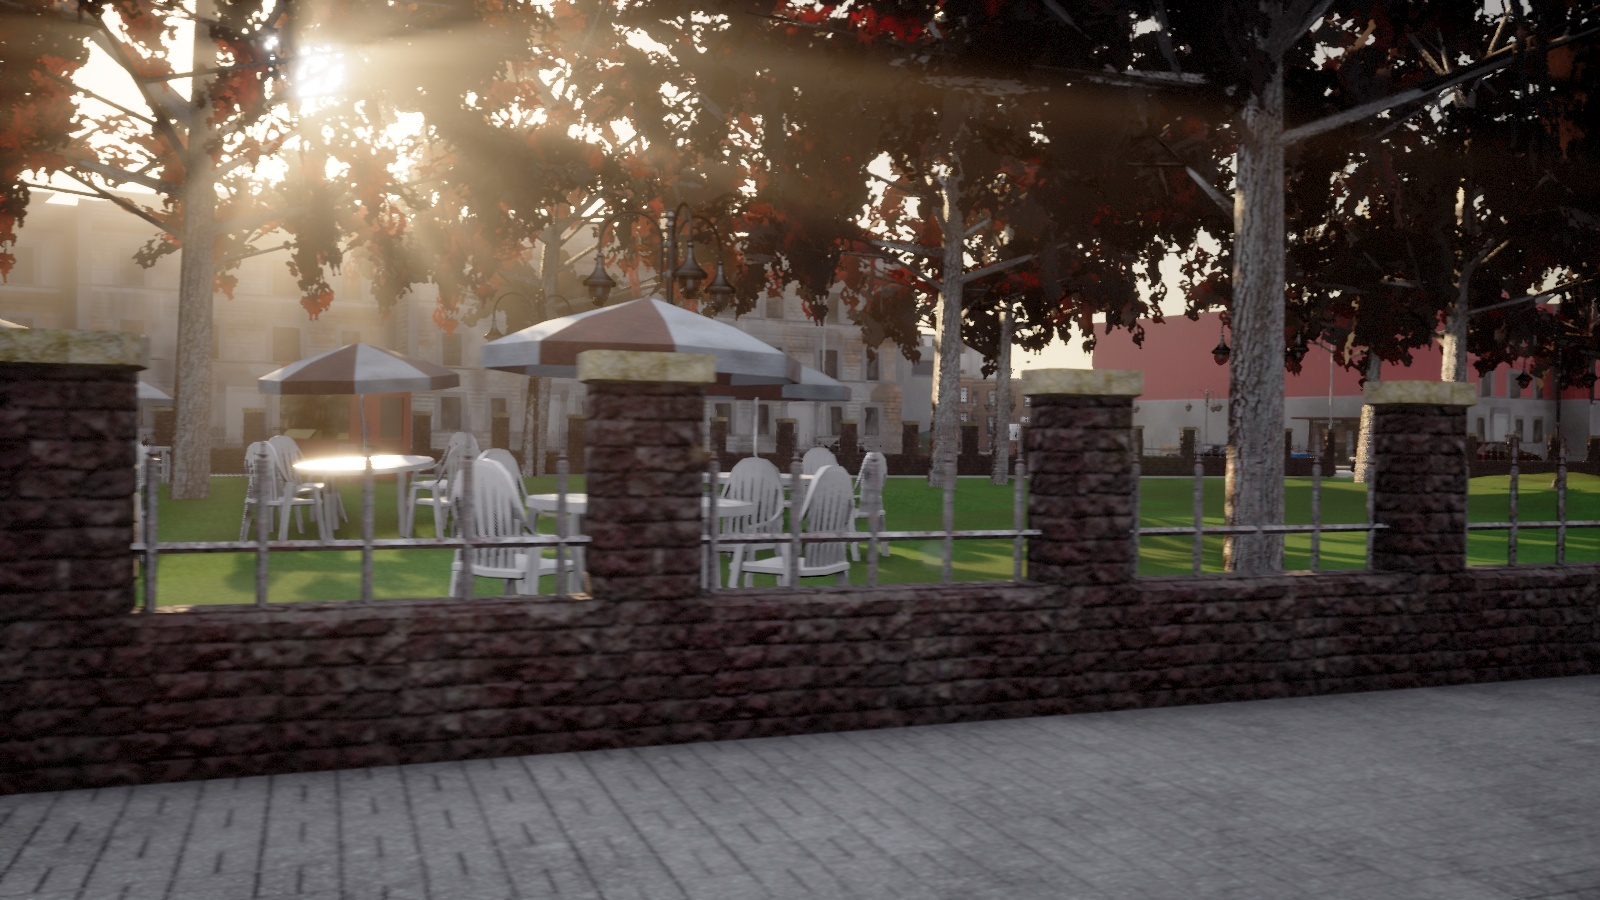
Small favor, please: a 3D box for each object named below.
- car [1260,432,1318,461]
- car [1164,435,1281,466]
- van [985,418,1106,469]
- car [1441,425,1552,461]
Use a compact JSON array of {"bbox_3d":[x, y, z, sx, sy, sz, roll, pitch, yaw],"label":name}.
[{"bbox_3d":[23.848,-0.171,61.284,2.207,1.376,1.481,0,1,-21],"label":"car"},{"bbox_3d":[18.490,-0.002,54.971,4.718,1.301,1.895,-1,1,-21],"label":"car"},{"bbox_3d":[10.101,-0.283,51.774,4.480,2.038,2.069,-1,1,-21],"label":"van"},{"bbox_3d":[33.697,-0.347,60.747,4.856,1.649,2.033,-1,1,-21],"label":"car"}]
